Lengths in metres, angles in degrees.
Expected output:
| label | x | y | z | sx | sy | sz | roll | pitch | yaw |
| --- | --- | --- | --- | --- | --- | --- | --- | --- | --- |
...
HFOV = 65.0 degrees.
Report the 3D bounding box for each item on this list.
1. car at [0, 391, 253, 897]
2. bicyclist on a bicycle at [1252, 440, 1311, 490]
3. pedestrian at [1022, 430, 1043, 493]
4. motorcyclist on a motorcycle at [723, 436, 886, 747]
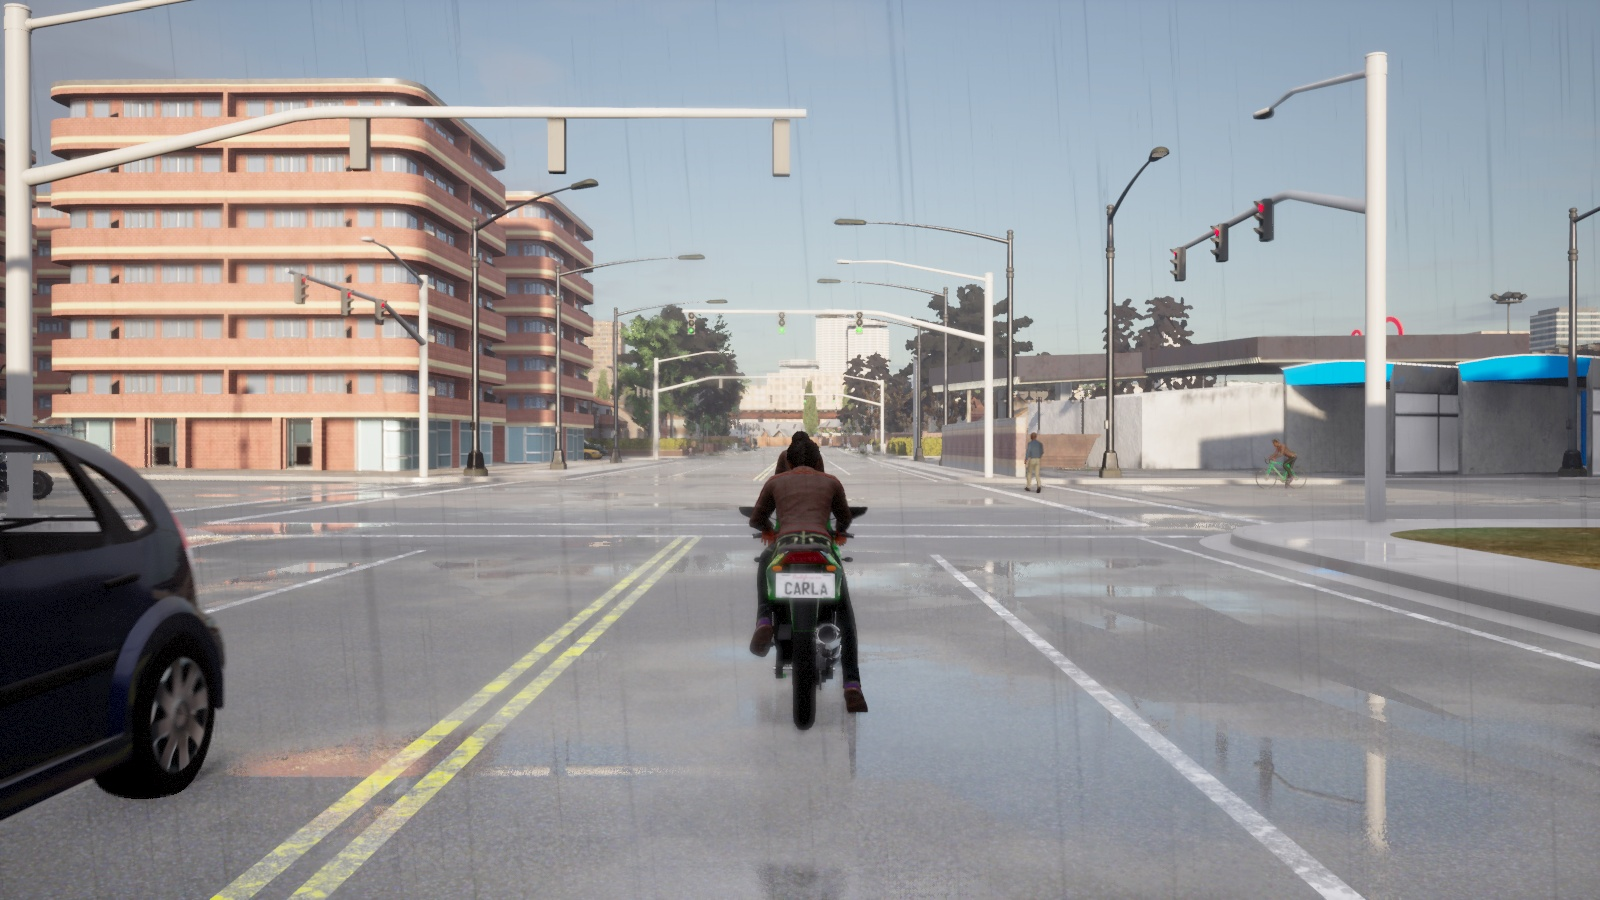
| label | x | y | z | sx | sy | sz | roll | pitch | yaw |
| --- | --- | --- | --- | --- | --- | --- | --- | --- | --- |
| car | -3.481 | 0.620 | 3.865 | 1.851 | 1.617 | 3.988 | 0 | 0 | 0 |
| bicyclist on a bicycle | 15.563 | 0.483 | 40.608 | 1.656 | 1.620 | 0.582 | 0 | 0 | 1 |
| pedestrian | 6.856 | 0.329 | 37.054 | 0.370 | 1.835 | 0.726 | 0 | 0 | -8 |
| motorcyclist on a motorcycle | 0.020 | 0.688 | 7.183 | 0.797 | 1.523 | 2.044 | 0 | 0 | 0 |
